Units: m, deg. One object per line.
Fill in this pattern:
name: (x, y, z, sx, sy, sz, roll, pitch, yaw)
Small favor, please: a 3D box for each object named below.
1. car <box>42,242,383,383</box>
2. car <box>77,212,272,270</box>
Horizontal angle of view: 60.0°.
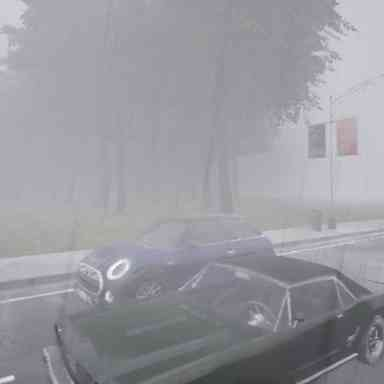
car: (0.746, 1.589, 4.217, 4.718, 1.301, 1.895, 0, 0, -35)
car: (-0.204, 1.335, 7.532, 4.553, 1.767, 2.097, 0, 0, -36)
